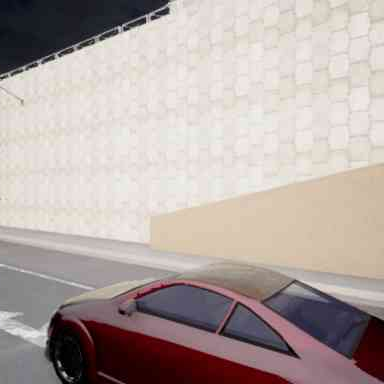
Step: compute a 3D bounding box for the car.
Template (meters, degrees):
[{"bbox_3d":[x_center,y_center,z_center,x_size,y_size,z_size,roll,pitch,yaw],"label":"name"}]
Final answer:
[{"bbox_3d":[0.175,1.563,3.867,4.181,1.385,1.994,0,0,36],"label":"car"}]
